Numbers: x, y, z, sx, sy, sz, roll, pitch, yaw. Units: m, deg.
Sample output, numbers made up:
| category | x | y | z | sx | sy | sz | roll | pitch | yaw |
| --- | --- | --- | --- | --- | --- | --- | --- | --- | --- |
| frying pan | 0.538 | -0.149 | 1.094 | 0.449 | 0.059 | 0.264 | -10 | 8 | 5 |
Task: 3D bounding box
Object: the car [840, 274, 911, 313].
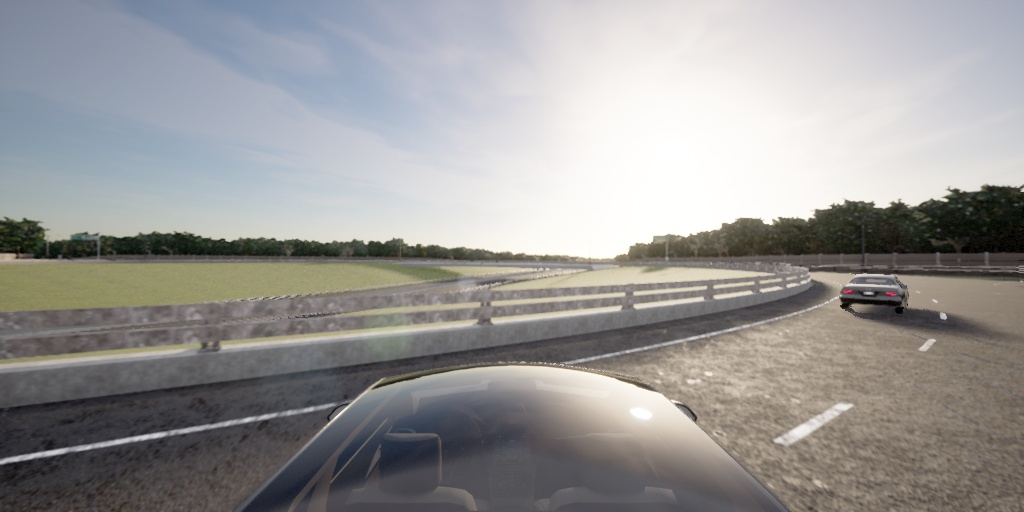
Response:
| category | x | y | z | sx | sy | sz | roll | pitch | yaw |
| --- | --- | --- | --- | --- | --- | --- | --- | --- | --- |
| car | 15.489 | 1.493 | 15.302 | 5.357 | 1.411 | 2.033 | 1 | -1 | -41 |
